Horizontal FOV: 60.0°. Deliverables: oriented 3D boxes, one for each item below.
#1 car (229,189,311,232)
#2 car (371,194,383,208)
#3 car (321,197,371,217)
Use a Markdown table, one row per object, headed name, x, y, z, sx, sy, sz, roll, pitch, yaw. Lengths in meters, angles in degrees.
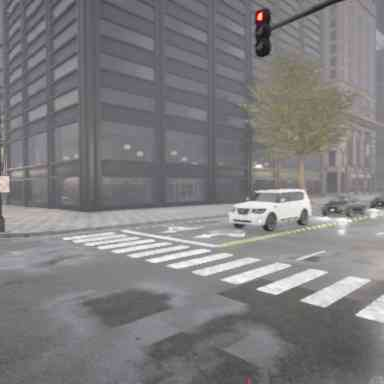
| name | x | y | z | sx | sy | sz | roll | pitch | yaw |
| --- | --- | --- | --- | --- | --- | --- | --- | --- | --- |
| car | 4.394 | 0.873 | 18.119 | 5.566 | 2.045 | 2.150 | -1 | 1 | -44 |
| car | 18.529 | 0.866 | 31.628 | 4.181 | 1.385 | 1.994 | -1 | 1 | -43 |
| car | 11.270 | 1.045 | 24.697 | 4.181 | 1.385 | 1.994 | -1 | 1 | -44 |
